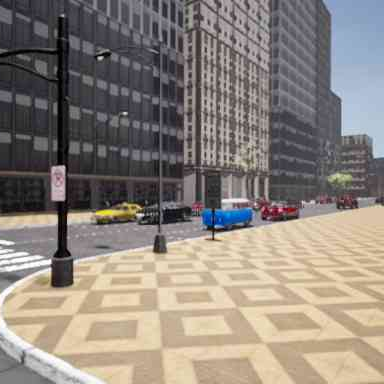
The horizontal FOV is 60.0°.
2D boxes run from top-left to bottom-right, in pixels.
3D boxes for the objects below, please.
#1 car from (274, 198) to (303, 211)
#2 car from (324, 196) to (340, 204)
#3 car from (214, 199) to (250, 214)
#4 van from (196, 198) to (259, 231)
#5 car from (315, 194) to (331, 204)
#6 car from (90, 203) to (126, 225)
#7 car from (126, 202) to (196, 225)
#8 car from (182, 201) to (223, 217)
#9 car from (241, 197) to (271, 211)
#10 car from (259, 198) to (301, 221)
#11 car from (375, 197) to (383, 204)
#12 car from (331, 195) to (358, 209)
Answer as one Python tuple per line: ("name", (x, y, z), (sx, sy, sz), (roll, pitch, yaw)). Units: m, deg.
("car", (12.361, 1.505, 42.488), (1.837, 1.490, 4.892), (0, 0, 38))
("car", (28.268, 1.579, 67.161), (2.008, 1.369, 4.403), (0, 0, 38))
("car", (4.441, 1.523, 36.354), (1.887, 1.381, 4.507), (0, 0, 38))
("van", (2.293, 1.340, 20.513), (1.690, 1.788, 3.998), (0, 0, 38))
("car", (24.865, 1.335, 62.761), (2.192, 1.841, 5.009), (0, 0, 38))
("car", (-5.088, 1.491, 24.244), (1.752, 1.417, 4.829), (0, 0, 38))
("car", (-1.994, 1.468, 24.004), (2.128, 1.511, 4.902), (0, 0, 38))
("car", (1.037, 1.555, 31.953), (1.802, 1.307, 4.206), (0, 0, 38))
("car", (7.845, 1.423, 40.755), (1.967, 1.590, 4.097), (0, 0, 38))
("car", (7.271, 1.445, 27.131), (1.967, 1.590, 4.097), (0, 0, 38))
("car", (37.903, 1.634, 66.740), (1.947, 1.339, 4.313), (0, 0, 38))
("car", (20.886, 1.343, 44.736), (2.192, 1.841, 5.009), (0, 0, 38))
